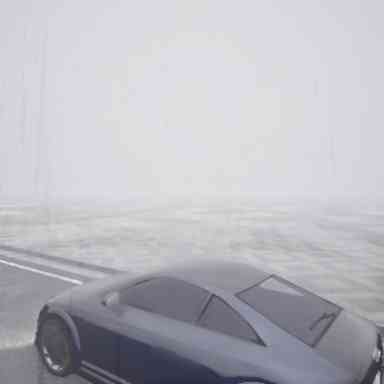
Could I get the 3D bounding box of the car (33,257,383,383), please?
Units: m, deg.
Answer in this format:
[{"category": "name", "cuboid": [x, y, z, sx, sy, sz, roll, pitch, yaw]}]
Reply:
[{"category": "car", "cuboid": [-0.045, 1.535, 4.026, 4.181, 1.385, 1.994, 1, 0, 36]}]
